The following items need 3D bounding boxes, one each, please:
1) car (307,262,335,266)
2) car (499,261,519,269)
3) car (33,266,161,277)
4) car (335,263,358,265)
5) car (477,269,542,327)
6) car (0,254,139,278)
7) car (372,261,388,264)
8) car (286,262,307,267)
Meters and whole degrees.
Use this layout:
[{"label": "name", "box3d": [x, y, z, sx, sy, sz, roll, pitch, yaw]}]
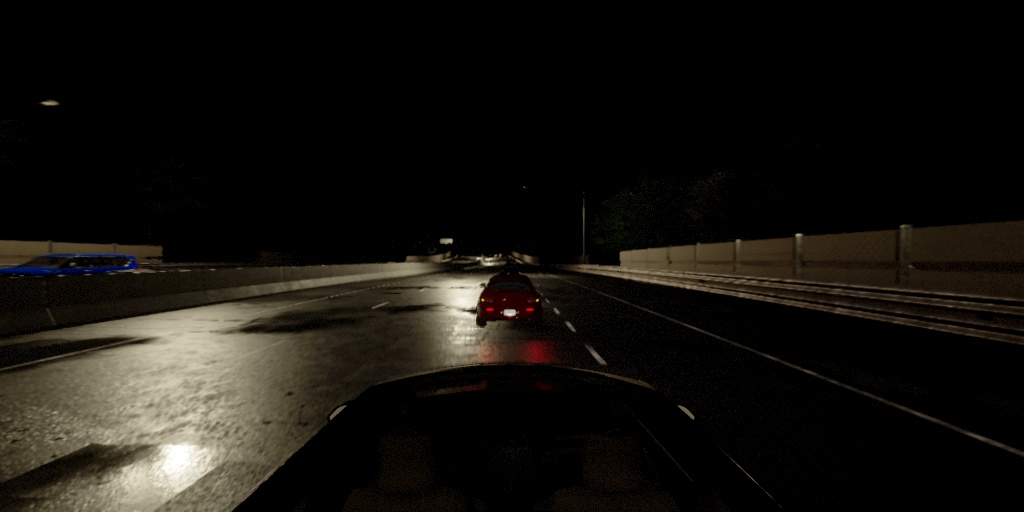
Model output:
[{"label": "car", "box3d": [-24.945, 1.591, 48.078, 1.812, 1.442, 4.674, 0, -1, 0]}, {"label": "car", "box3d": [-0.286, 1.529, 35.333, 1.812, 1.442, 4.674, 0, -1, -1]}, {"label": "car", "box3d": [-17.646, 1.290, 16.347, 1.895, 1.301, 4.718, 0, 0, 0]}, {"label": "car", "box3d": [-21.450, 1.654, 48.240, 1.994, 1.385, 4.181, 0, -1, 0]}, {"label": "car", "box3d": [-0.072, 1.302, 11.525, 1.812, 1.442, 4.674, 0, 0, -1]}, {"label": "car", "box3d": [-21.140, 0.897, 17.120, 2.150, 2.045, 5.566, 0, -1, 0]}, {"label": "car", "box3d": [-17.952, 1.467, 48.297, 2.097, 1.767, 4.553, 0, -1, 0]}, {"label": "car", "box3d": [-28.434, 1.564, 47.819, 1.812, 1.442, 4.674, 0, -1, 0]}]
